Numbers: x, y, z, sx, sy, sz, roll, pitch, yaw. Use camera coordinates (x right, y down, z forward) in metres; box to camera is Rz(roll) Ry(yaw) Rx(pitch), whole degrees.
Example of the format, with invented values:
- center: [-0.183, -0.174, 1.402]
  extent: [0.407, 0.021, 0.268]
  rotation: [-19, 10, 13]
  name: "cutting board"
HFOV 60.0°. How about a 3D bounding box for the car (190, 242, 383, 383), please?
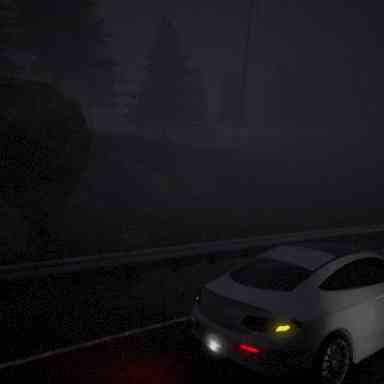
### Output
- center: [2.150, 1.525, 5.151]
  extent: [4.674, 1.442, 1.812]
  rotation: [0, 0, -35]
  name: "car"
